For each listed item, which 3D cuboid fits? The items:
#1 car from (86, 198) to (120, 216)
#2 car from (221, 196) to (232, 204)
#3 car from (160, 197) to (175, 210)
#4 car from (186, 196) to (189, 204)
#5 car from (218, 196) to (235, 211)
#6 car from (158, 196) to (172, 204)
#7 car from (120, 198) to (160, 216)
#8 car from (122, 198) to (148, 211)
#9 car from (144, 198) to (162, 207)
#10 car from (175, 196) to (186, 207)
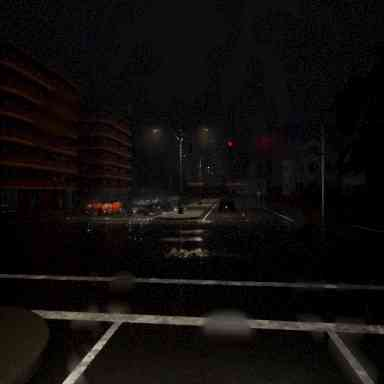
[{"bbox_3d":[-8.431,1.351,32.153,2.097,1.767,4.553,0,0,6],"label":"car"},{"bbox_3d":[6.934,1.491,67.033,2.128,1.511,4.902,0,0,6],"label":"car"},{"bbox_3d":[-3.818,1.600,42.652,1.895,1.301,4.718,0,0,6],"label":"car"},{"bbox_3d":[-1.682,1.505,63.022,1.837,1.490,4.892,0,0,7],"label":"car"},{"bbox_3d":[4.225,1.505,40.764,1.837,1.490,4.892,0,0,6],"label":"car"},{"bbox_3d":[-5.136,1.564,63.645,1.994,1.385,4.181,0,0,6],"label":"car"},{"bbox_3d":[-4.888,1.493,32.164,2.128,1.511,4.902,0,0,6],"label":"car"},{"bbox_3d":[-7.273,1.546,43.232,2.033,1.411,5.357,0,0,6],"label":"car"},{"bbox_3d":[-6.221,1.601,53.387,1.895,1.301,4.718,0,0,6],"label":"car"},{"bbox_3d":[-2.745,1.492,52.944,2.128,1.511,4.902,0,0,6],"label":"car"}]
